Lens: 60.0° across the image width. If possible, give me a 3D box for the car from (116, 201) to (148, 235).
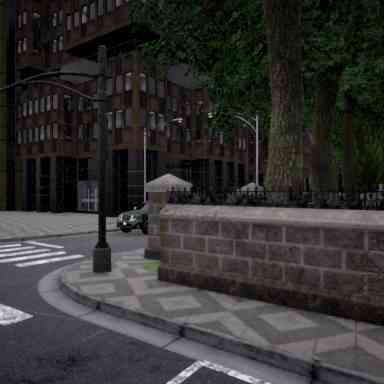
[{"bbox_3d":[-2.385,1.581,22.008,2.150,2.045,5.566,0,-1,35],"label":"car"}]
